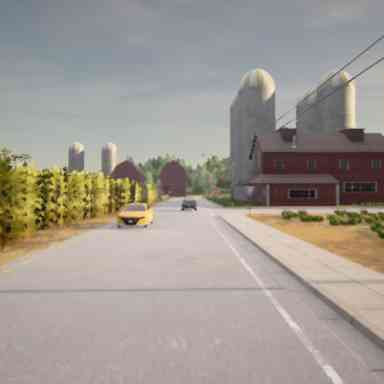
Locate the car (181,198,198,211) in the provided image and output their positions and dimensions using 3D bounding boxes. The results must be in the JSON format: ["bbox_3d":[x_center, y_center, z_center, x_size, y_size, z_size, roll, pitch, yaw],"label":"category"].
[{"bbox_3d":[-0.354,1.495,41.818,2.128,1.511,4.902,0,0,-1],"label":"car"}]

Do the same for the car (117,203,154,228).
[{"bbox_3d":[-3.730,1.509,22.506,1.882,1.535,5.008,0,0,-1],"label":"car"}]
